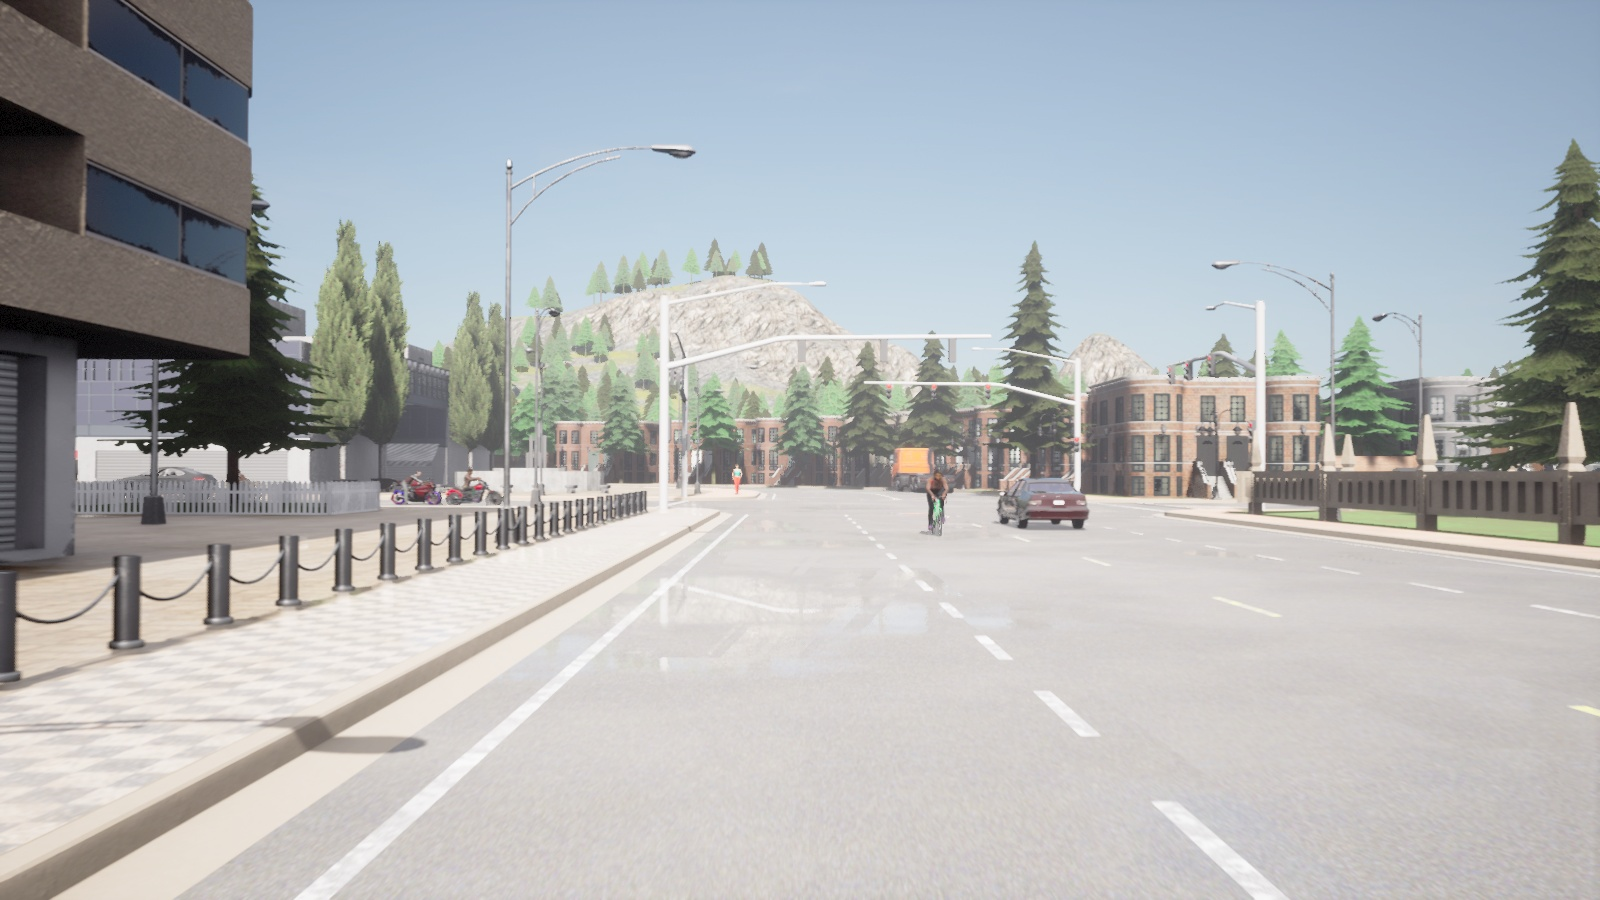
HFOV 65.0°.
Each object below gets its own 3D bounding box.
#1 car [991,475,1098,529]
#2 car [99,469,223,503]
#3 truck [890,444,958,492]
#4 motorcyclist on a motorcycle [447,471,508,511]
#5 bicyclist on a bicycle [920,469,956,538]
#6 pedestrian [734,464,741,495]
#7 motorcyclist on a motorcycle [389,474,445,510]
[{"bbox_3d":[6.913,1.439,36.118,2.033,1.411,5.357,0,-1,0],"label":"car"},{"bbox_3d":[-31.579,1.761,62.186,5.027,1.651,2.152,0,-1,0],"label":"car"},{"bbox_3d":[9.229,1.375,94.315,2.891,3.462,7.936,0,-1,-11],"label":"truck"},{"bbox_3d":[-13.280,1.684,51.743,2.350,1.649,0.766,0,-1,0],"label":"motorcyclist on a motorcycle"},{"bbox_3d":[3.330,1.263,30.405,0.582,1.620,1.656,0,-1,-3],"label":"bicyclist on a bicycle"},{"bbox_3d":[-3.659,1.720,73.585,0.345,1.836,0.594,0,-1,-7],"label":"pedestrian"},{"bbox_3d":[-16.834,1.842,55.230,2.191,1.530,0.866,0,-1,0],"label":"motorcyclist on a motorcycle"}]
